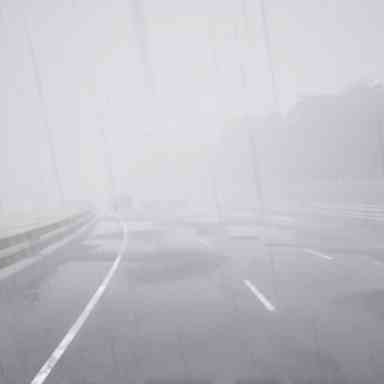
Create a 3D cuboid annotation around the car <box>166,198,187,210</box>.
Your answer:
[{"bbox_3d":[-2.340,1.457,43.279,1.882,1.535,5.008,0,0,-24],"label":"car"}]

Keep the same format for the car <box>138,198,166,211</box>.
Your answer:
[{"bbox_3d":[-5.289,1.488,41.255,2.128,1.511,4.902,0,0,-23],"label":"car"}]

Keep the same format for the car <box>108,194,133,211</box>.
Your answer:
[{"bbox_3d":[-8.851,1.237,40.875,2.150,2.045,5.566,0,0,-24],"label":"car"}]
